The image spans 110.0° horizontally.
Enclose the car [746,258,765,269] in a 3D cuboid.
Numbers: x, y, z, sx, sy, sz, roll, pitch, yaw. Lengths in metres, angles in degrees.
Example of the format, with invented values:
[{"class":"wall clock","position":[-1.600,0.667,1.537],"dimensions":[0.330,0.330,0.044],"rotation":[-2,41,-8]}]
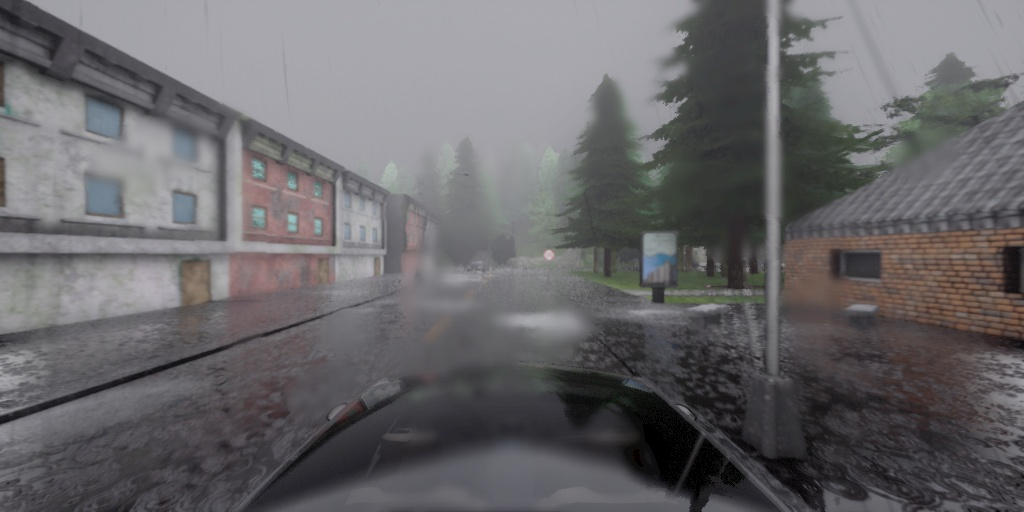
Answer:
[{"class":"car","position":[35.148,1.002,53.237],"dimensions":[4.892,1.490,1.837],"rotation":[0,0,0]}]

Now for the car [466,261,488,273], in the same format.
[{"class":"car","position":[-3.978,1.219,41.581],"dimensions":[1.994,1.385,4.181],"rotation":[0,0,5]}]
